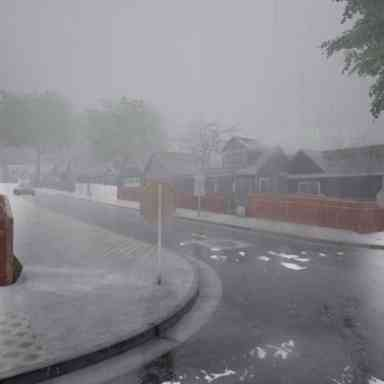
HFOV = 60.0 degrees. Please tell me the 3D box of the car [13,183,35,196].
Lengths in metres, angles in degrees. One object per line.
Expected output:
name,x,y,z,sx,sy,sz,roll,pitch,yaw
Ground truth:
car,-22.361,-0.442,44.307,2.097,1.767,4.553,1,2,-35
